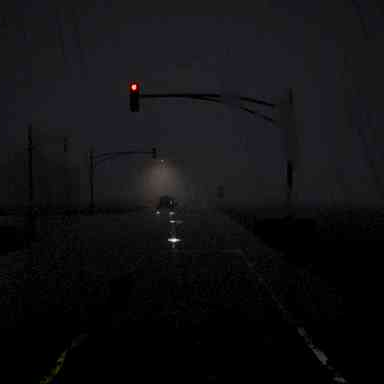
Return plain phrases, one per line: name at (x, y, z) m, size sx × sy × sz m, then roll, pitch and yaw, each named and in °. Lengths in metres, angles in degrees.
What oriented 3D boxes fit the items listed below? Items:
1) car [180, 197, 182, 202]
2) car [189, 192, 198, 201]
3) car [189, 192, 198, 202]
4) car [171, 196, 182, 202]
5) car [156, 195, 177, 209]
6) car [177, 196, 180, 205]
car at (-3.349, 1.465, 61.091) m, size 1.812 × 1.442 × 4.674 m, roll 0°, pitch 0°, yaw 1°
car at (0.311, 1.111, 85.812) m, size 2.150 × 2.045 × 5.566 m, roll 0°, pitch 0°, yaw 0°
car at (0.275, 1.266, 75.597) m, size 2.097 × 1.767 × 4.553 m, roll 0°, pitch 0°, yaw 0°
car at (-3.243, 1.473, 70.837) m, size 1.994 × 1.385 × 4.181 m, roll 0°, pitch 0°, yaw 0°
car at (-3.432, 1.318, 43.494) m, size 2.097 × 1.767 × 4.553 m, roll 0°, pitch 0°, yaw 0°
car at (-3.399, 1.305, 52.275) m, size 2.097 × 1.767 × 4.553 m, roll 0°, pitch 0°, yaw 0°
